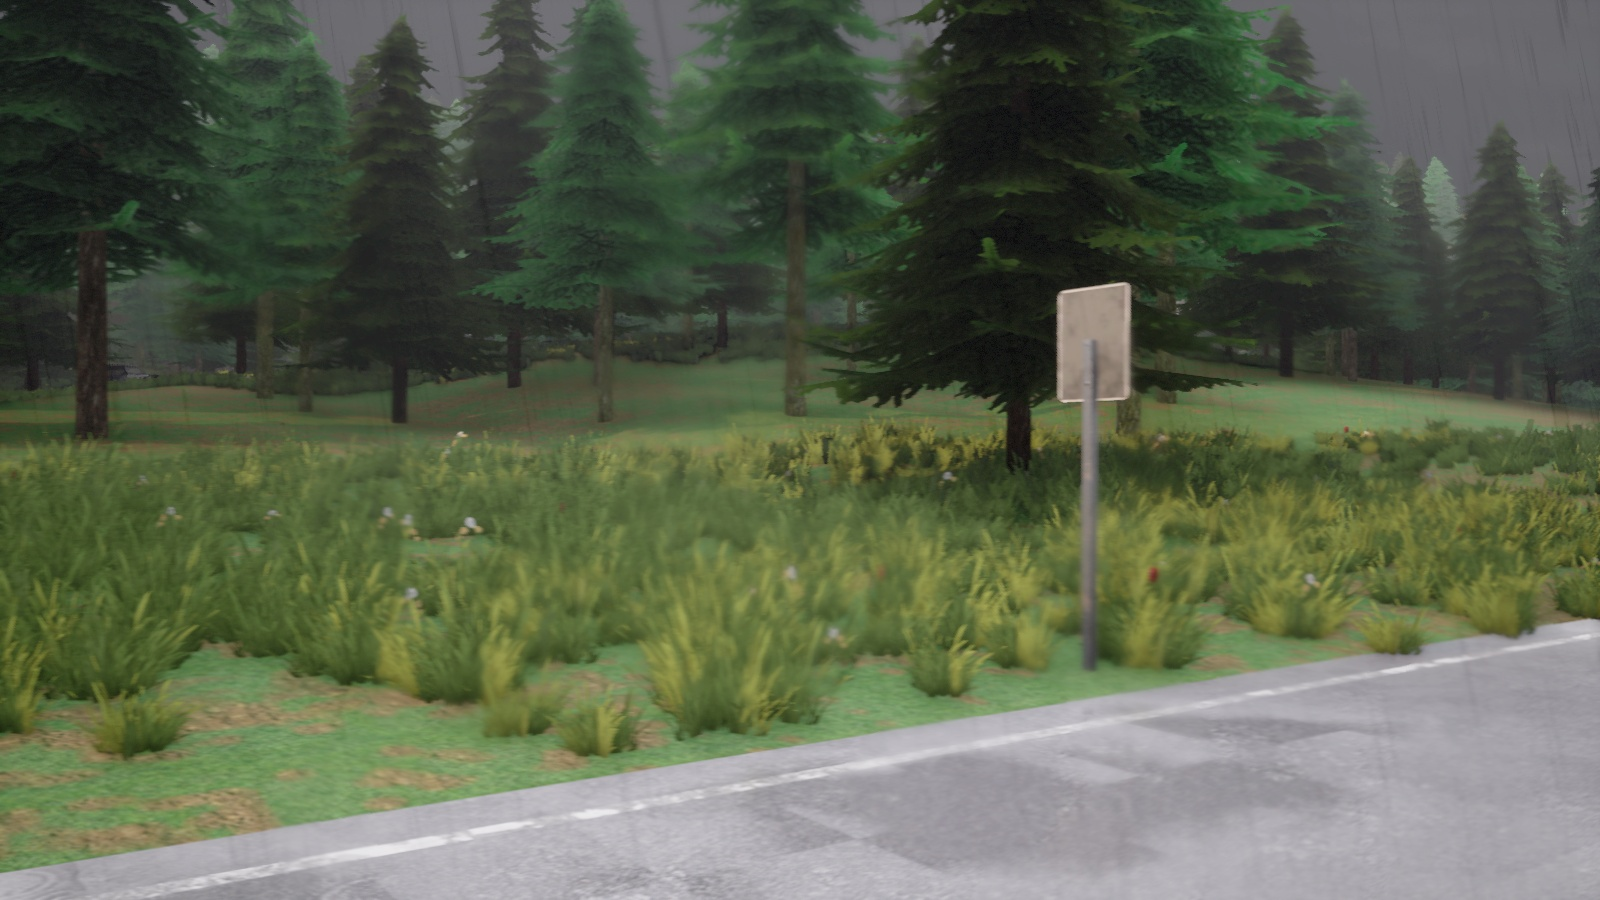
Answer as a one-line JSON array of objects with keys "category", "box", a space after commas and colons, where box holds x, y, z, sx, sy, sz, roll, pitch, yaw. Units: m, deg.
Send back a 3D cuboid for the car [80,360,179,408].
[{"category": "car", "box": [-33.478, -3.280, 62.745, 3.866, 1.878, 1.905, -5, -1, 9]}]
